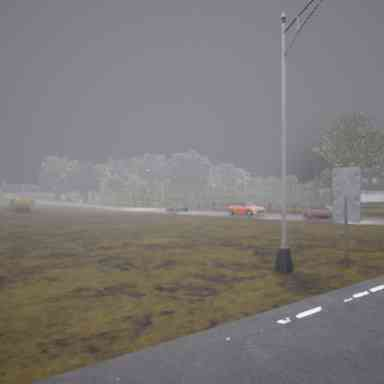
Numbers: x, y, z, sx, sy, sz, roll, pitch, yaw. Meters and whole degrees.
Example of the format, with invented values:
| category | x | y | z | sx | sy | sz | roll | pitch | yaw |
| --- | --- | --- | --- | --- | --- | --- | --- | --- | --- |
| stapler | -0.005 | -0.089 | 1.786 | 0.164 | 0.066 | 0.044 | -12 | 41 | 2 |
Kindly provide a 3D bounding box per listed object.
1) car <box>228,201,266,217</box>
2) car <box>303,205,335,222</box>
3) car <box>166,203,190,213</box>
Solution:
| category | x | y | z | sx | sy | sz | roll | pitch | yaw |
| --- | --- | --- | --- | --- | --- | --- | --- | --- | --- |
| car | 6.241 | 1.873 | 38.184 | 2.097 | 1.767 | 4.553 | -1 | -1 | -35 |
| car | 12.088 | 1.846 | 29.897 | 1.994 | 1.385 | 4.181 | -1 | -1 | -35 |
| car | -2.165 | 2.385 | 50.148 | 1.994 | 1.385 | 4.181 | -1 | 0 | -35 |
